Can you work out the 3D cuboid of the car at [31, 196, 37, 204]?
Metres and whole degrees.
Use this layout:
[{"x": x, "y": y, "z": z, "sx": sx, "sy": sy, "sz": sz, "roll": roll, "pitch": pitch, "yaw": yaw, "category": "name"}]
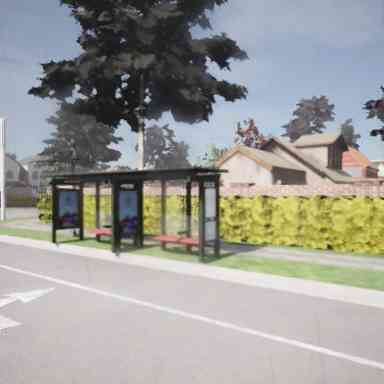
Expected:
[{"x": -27.643, "y": 1.309, "z": 56.064, "sx": 3.806, "sy": 1.475, "sz": 1.970, "roll": 0, "pitch": 0, "yaw": 36, "category": "car"}]
